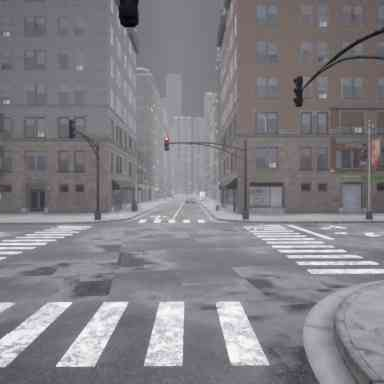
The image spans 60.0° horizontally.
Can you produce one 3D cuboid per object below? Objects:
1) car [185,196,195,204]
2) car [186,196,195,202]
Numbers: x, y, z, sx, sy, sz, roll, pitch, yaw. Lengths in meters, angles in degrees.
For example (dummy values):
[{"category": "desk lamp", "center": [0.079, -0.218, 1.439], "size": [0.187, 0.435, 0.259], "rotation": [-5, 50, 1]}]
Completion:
[{"category": "car", "center": [-0.300, 1.649, 63.675], "size": [1.895, 1.301, 4.718], "rotation": [0, 0, 0]}, {"category": "car", "center": [-0.368, 1.484, 73.679], "size": [1.895, 1.301, 4.718], "rotation": [0, 0, 0]}]
